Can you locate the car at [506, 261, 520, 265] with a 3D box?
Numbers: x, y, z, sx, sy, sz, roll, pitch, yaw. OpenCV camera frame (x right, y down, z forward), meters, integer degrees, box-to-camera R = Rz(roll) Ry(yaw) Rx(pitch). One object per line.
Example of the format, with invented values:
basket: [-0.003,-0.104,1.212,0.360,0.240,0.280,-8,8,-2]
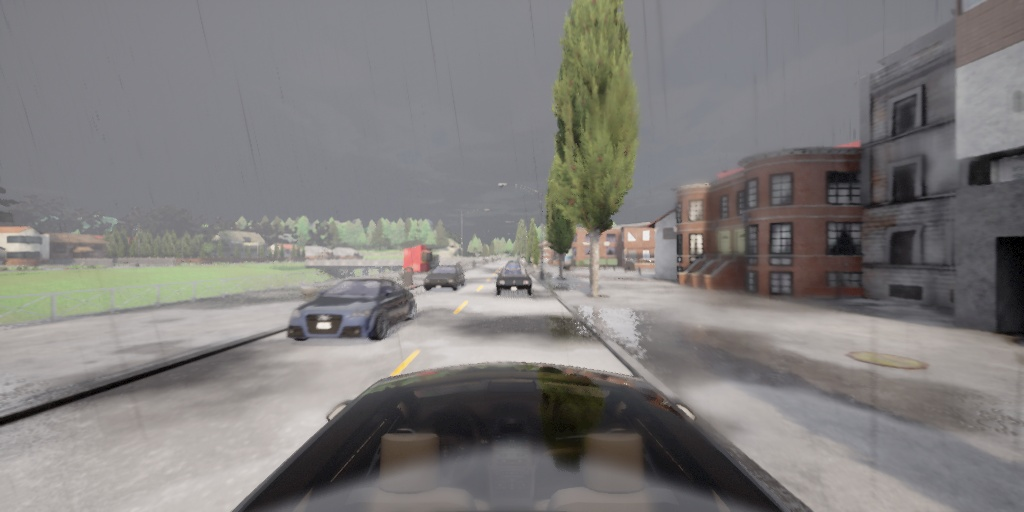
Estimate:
car: [0.109,1.298,39.575,2.033,1.411,5.357,0,0,0]

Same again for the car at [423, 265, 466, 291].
car: [-4.012,1.298,22.319,2.033,1.411,5.357,0,0,0]

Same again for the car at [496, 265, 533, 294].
car: [0.106,1.351,20.154,1.895,1.301,4.718,0,0,0]

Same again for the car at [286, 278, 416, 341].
car: [-4.032,1.315,9.712,1.994,1.385,4.181,0,0,1]
